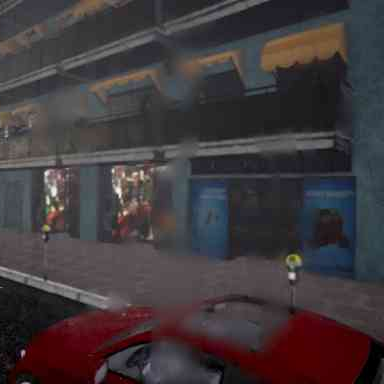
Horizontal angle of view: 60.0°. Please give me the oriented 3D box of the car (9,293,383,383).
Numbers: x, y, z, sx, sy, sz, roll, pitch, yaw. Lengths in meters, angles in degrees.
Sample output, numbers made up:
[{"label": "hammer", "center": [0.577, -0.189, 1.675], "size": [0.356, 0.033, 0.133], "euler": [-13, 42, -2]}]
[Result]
[{"label": "car", "center": [0.198, 1.568, 2.733], "size": [4.206, 1.307, 1.802], "euler": [1, 0, 36]}]
